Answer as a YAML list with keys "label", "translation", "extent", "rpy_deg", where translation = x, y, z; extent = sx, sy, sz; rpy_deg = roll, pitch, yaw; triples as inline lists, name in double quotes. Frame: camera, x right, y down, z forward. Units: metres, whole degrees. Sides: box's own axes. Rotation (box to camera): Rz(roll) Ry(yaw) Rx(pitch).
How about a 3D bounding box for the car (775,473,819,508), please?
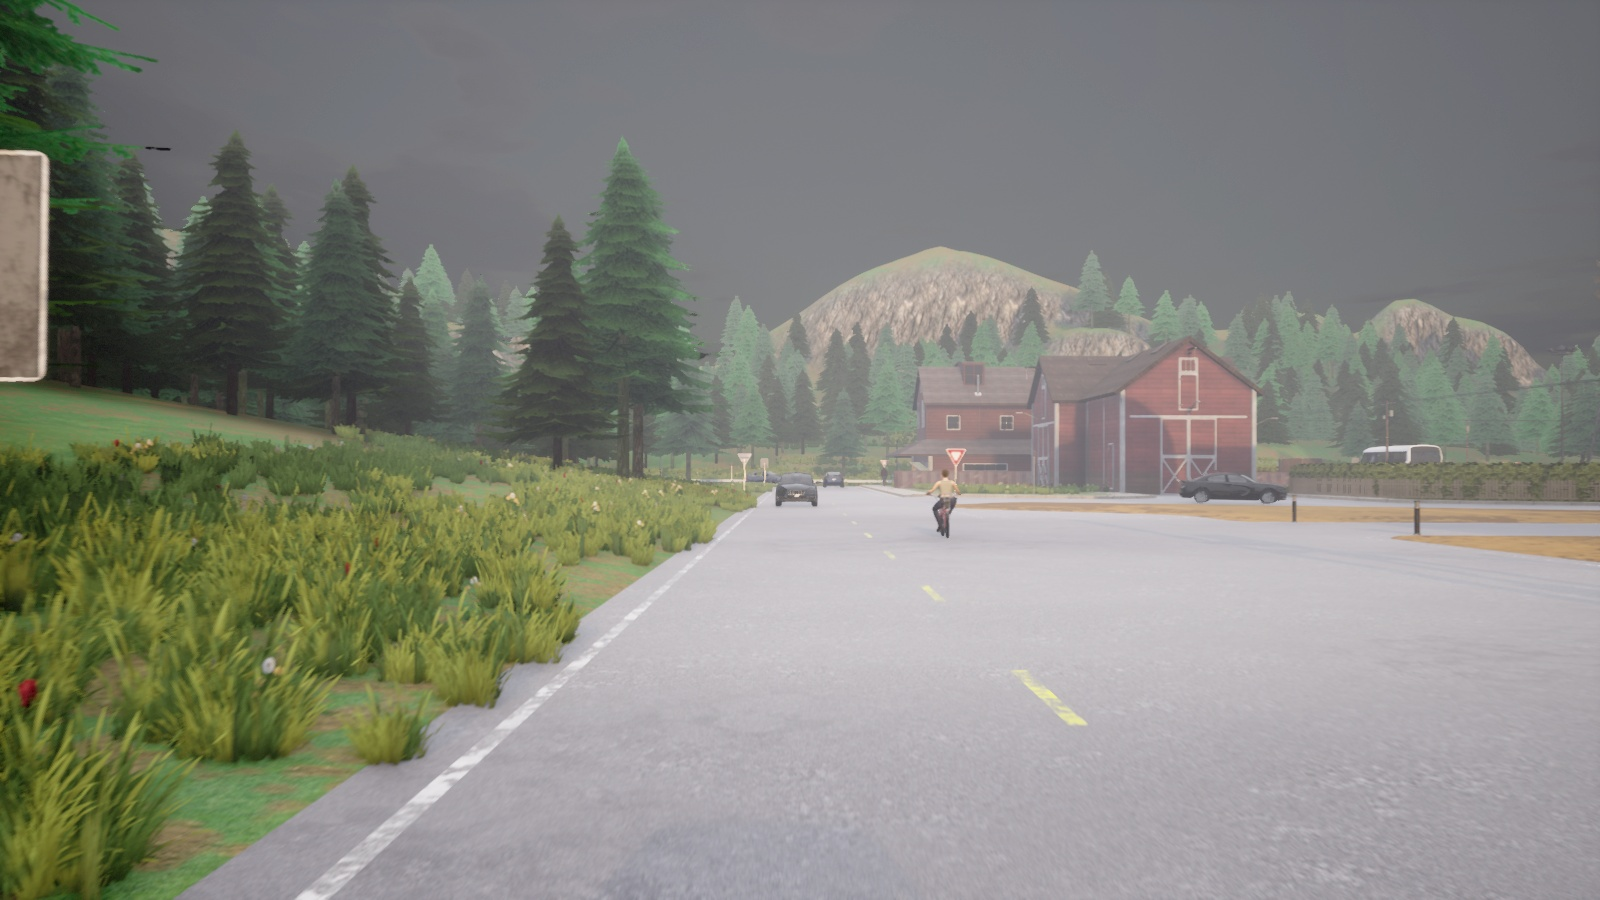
- label: "car"
  translation: [-0.136, 1.760, 56.148]
  extent: [1.837, 1.490, 4.892]
  rpy_deg: [0, -1, 0]

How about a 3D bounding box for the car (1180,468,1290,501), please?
- label: "car"
  translation: [21.213, 1.674, 61.419]
  extent: [5.008, 1.535, 1.882]
  rpy_deg: [0, -1, 16]

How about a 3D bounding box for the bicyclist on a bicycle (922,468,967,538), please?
- label: "bicyclist on a bicycle"
  translation: [3.432, 1.238, 29.908]
  extent: [0.866, 1.612, 1.509]
  rpy_deg: [0, -1, 0]
